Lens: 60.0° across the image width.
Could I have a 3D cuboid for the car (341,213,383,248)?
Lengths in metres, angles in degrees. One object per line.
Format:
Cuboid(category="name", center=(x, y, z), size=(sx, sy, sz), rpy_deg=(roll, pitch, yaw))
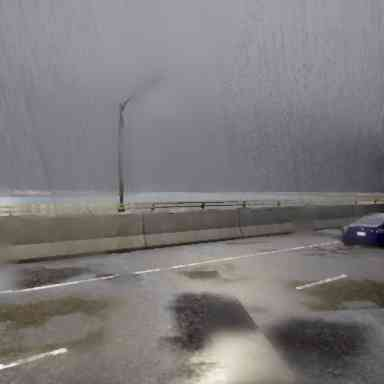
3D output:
Cuboid(category="car", center=(8.141, 1.577, 13.927), size=(4.181, 1.385, 1.994), rpy_deg=(0, 0, -35))
